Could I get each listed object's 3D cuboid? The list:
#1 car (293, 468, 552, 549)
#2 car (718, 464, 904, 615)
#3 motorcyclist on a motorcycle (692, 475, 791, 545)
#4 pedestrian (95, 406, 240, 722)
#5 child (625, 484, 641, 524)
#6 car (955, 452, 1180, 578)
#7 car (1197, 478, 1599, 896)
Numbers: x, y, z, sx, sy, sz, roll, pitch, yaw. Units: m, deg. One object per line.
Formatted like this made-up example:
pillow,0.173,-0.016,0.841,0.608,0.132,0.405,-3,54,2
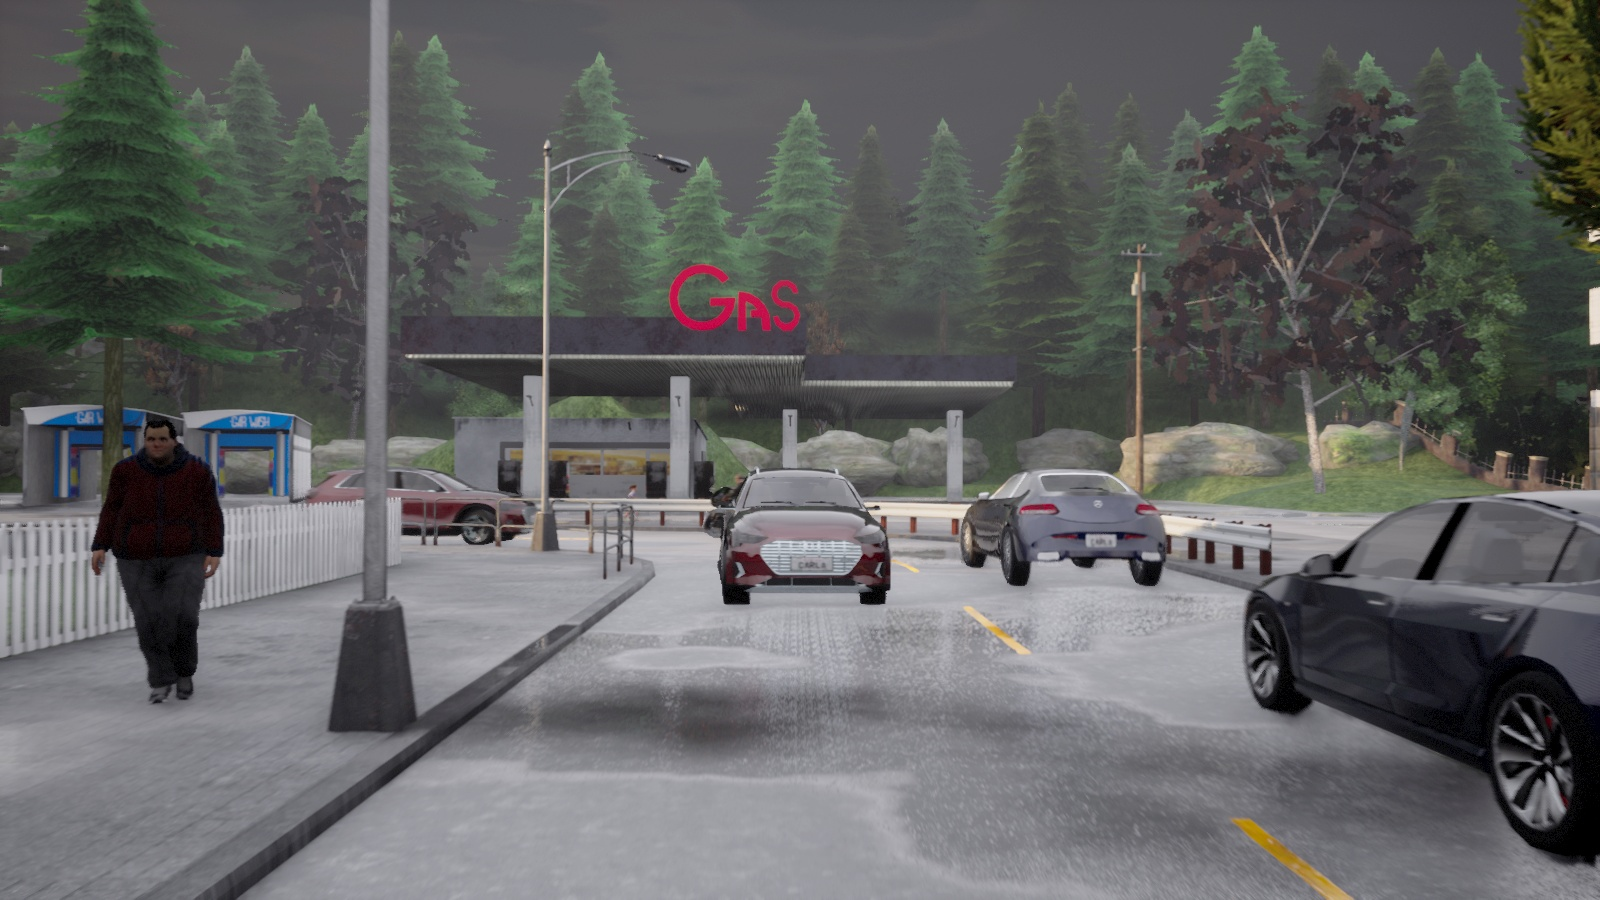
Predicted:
car,-7.938,1.224,26.700,4.856,1.649,2.033,0,-1,4
car,-0.032,1.016,16.197,2.033,1.649,4.856,0,-1,-4
motorcyclist on a motorcycle,-1.354,1.336,28.633,2.191,1.530,0.866,-1,0,38
pedestrian,-3.928,0.672,7.859,0.634,1.844,0.899,0,-1,-15
child,-4.639,1.504,34.931,0.394,1.110,0.255,0,-1,10
car,3.846,0.898,19.104,2.152,1.651,5.027,0,-1,-2
car,3.984,0.911,6.745,2.163,1.488,4.792,0,-1,0
